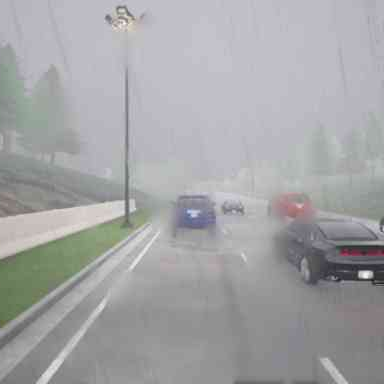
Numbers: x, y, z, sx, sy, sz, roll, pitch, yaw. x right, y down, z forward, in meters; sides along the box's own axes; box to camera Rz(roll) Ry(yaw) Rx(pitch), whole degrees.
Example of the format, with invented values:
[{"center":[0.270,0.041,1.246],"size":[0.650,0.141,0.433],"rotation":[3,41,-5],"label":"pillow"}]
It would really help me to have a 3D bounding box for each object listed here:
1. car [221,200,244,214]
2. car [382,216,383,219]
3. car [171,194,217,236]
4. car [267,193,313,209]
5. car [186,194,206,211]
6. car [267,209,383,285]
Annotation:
[{"center":[3.826,1.407,31.959],"size":[1.895,1.301,4.718],"rotation":[0,0,2],"label":"car"},{"center":[10.600,1.260,15.057],"size":[2.097,1.767,4.553],"rotation":[0,0,0],"label":"car"},{"center":[0.103,1.114,17.635],"size":[2.150,2.045,5.566],"rotation":[0,0,0],"label":"car"},{"center":[7.153,1.071,24.671],"size":[2.150,2.045,5.566],"rotation":[0,0,1],"label":"car"},{"center":[0.533,1.126,37.258],"size":[2.097,1.767,4.553],"rotation":[0,0,2],"label":"car"},{"center":[3.599,1.448,9.313],"size":[1.837,1.490,4.892],"rotation":[0,0,0],"label":"car"}]
